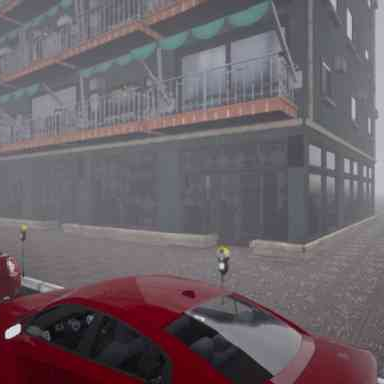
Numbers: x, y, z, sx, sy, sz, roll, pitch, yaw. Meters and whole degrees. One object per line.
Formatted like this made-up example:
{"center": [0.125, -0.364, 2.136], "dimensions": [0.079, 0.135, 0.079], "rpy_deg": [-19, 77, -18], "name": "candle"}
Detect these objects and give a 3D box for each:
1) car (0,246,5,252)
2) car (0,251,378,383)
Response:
{"center": [-5.219, 1.435, 6.610], "dimensions": [4.097, 1.590, 1.967], "rpy_deg": [0, 0, 36], "name": "car"}
{"center": [-0.634, 1.543, 3.331], "dimensions": [4.507, 1.381, 1.887], "rpy_deg": [0, 0, 36], "name": "car"}
